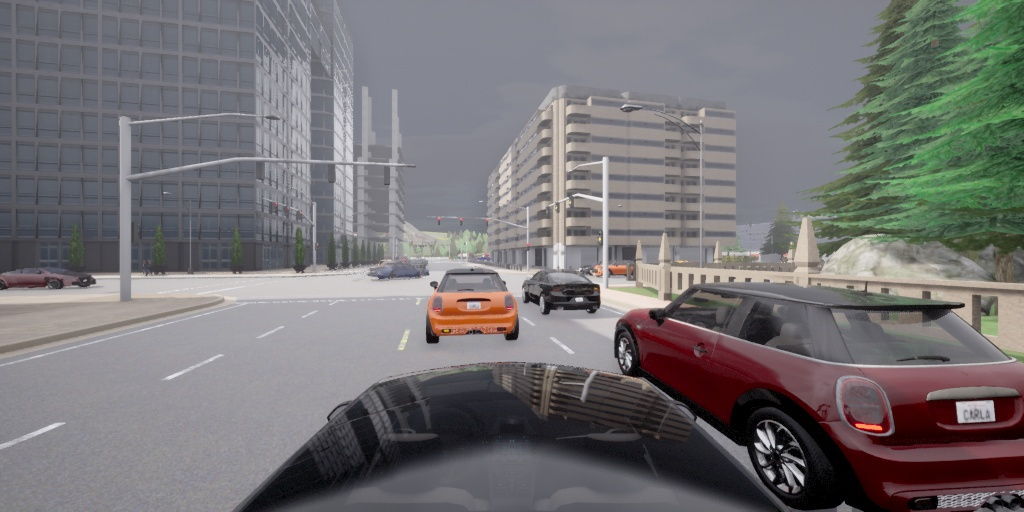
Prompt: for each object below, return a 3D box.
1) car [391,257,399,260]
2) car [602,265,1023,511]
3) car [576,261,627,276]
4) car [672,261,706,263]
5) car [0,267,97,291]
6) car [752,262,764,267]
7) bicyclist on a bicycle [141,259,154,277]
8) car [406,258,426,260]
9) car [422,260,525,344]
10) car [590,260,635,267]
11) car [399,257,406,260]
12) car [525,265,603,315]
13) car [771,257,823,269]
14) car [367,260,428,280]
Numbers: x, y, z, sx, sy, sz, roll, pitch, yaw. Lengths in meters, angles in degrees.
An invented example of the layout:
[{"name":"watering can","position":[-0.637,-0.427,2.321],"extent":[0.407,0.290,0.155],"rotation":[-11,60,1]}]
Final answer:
[{"name":"car","position":[-15.890,1.227,45.227],"extent":[1.882,1.535,5.008],"rotation":[0,0,-12]},{"name":"car","position":[3.015,1.102,4.608],"extent":[2.097,1.767,4.553],"rotation":[0,0,-6]},{"name":"car","position":[9.480,1.297,38.108],"extent":[4.902,1.511,2.128],"rotation":[0,0,-12]},{"name":"car","position":[18.802,1.331,36.563],"extent":[4.674,1.442,1.812],"rotation":[0,0,-12]},{"name":"car","position":[-28.981,1.369,22.279],"extent":[4.181,1.385,1.994],"rotation":[0,0,-12]},{"name":"car","position":[28.515,1.406,42.288],"extent":[4.718,1.301,1.895],"rotation":[0,0,-12]},{"name":"bicyclist on a bicycle","position":[-33.998,1.106,33.445],"extent":[0.582,1.620,1.656],"rotation":[0,0,-12]},{"name":"car","position":[-13.083,1.255,48.868],"extent":[1.837,1.490,4.892],"rotation":[0,0,-12]},{"name":"car","position":[-1.181,1.102,9.912],"extent":[2.097,1.767,4.553],"rotation":[0,0,-10]},{"name":"car","position":[10.030,1.157,34.642],"extent":[4.553,1.767,2.097],"rotation":[0,0,-12]},{"name":"car","position":[-17.853,1.241,54.441],"extent":[2.128,1.511,4.902],"rotation":[0,0,-12]},{"name":"car","position":[1.686,1.228,13.773],"extent":[1.882,1.535,5.008],"rotation":[0,0,-10]},{"name":"car","position":[31.387,1.029,39.333],"extent":[5.566,2.045,2.150],"rotation":[0,0,-12]},{"name":"car","position":[-9.765,1.315,31.157],"extent":[2.033,1.411,5.357],"rotation":[0,0,37]}]
